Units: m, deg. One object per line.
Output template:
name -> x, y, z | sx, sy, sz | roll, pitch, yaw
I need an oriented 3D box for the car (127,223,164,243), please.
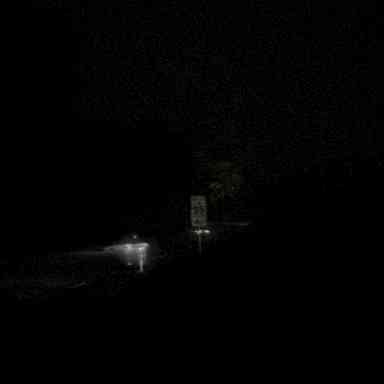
car -> -3.910, 3.487, 28.805 | 2.128, 1.511, 4.902 | -3, -5, 15

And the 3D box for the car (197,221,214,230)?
car -> 2.151, 5.125, 51.366 | 2.033, 1.411, 5.357 | -3, -5, 15
